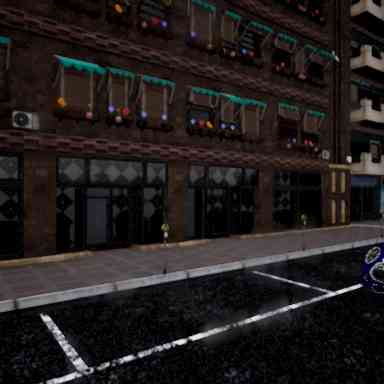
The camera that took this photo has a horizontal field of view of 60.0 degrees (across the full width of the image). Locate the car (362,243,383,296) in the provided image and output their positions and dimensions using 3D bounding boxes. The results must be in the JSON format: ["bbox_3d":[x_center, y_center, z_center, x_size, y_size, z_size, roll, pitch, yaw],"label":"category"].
[{"bbox_3d":[5.837,1.344,7.524,4.553,1.767,2.097,0,0,-35],"label":"car"}]

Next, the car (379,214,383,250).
[{"bbox_3d":[9.600,1.552,13.377,4.313,1.339,1.947,0,0,-35],"label":"car"}]
